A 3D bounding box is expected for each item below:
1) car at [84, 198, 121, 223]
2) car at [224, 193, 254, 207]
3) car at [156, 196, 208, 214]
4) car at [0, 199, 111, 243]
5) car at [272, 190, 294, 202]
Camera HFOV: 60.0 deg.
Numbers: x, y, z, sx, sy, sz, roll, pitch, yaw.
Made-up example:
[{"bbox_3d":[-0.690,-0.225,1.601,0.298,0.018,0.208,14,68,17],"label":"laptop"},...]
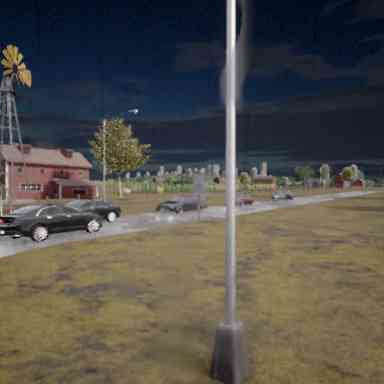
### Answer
[{"bbox_3d":[-6.527,1.168,20.108,1.837,1.490,4.892,2,2,37],"label":"car"},{"bbox_3d":[5.156,0.828,36.131,1.994,1.385,4.181,1,2,36],"label":"car"},{"bbox_3d":[-0.706,1.015,28.069,2.033,1.411,5.357,1,2,36],"label":"car"},{"bbox_3d":[-6.310,1.303,15.374,1.837,1.490,4.892,-1,1,31],"label":"car"},{"bbox_3d":[12.753,0.489,46.488,2.128,1.511,4.902,1,2,36],"label":"car"}]
